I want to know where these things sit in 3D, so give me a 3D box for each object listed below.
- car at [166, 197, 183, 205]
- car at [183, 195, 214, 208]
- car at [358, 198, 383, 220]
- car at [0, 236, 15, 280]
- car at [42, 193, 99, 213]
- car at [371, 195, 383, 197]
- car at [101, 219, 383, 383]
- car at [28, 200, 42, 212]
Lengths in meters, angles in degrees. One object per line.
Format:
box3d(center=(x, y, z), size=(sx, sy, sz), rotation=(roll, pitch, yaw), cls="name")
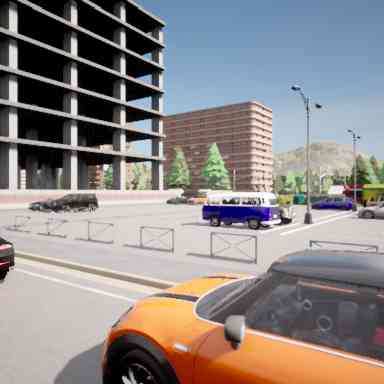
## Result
box3d(center=(-2.616, 1.503, 56.574), size=(1.994, 1.385, 4.181), rotation=(0, 0, 36), cls="car")
box3d(center=(1.123, 1.291, 55.785), size=(2.097, 1.767, 4.553), rotation=(0, 0, 36), cls="car")
box3d(center=(14.580, 1.395, 24.826), size=(3.806, 1.475, 1.970), rotation=(0, 0, 36), cls="car")
box3d(center=(-6.511, 1.490, 8.588), size=(4.902, 1.511, 2.128), rotation=(0, 0, 35), cls="car")
box3d(center=(-12.784, 1.160, 36.158), size=(2.150, 2.045, 5.566), rotation=(0, 0, 35), cls="car")
box3d(center=(17.786, 1.153, 29.391), size=(4.605, 1.855, 1.932), rotation=(0, 0, 36), cls="car")
box3d(center=(1.251, 1.356, 3.098), size=(4.553, 1.767, 2.097), rotation=(1, 0, 35), cls="car")
box3d(center=(-15.993, 1.430, 37.681), size=(2.128, 1.511, 4.902), rotation=(0, 0, 35), cls="car")
